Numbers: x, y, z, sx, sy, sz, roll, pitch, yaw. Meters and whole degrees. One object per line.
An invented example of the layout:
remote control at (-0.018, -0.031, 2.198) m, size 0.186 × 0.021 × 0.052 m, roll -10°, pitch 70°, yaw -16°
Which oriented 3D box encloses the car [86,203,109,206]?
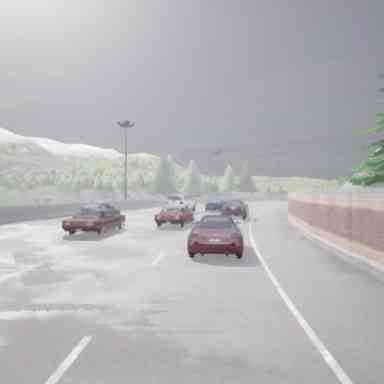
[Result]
car at (-7.477, 1.583, 26.988) m, size 1.812 × 1.442 × 4.674 m, roll 0°, pitch 0°, yaw 11°

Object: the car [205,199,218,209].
car at (2.956, 1.580, 39.313) m, size 1.882 × 1.535 × 5.008 m, roll 0°, pitch 0°, yaw 17°

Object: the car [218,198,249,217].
car at (3.992, 1.433, 30.068) m, size 2.097 × 1.767 × 4.553 m, roll 0°, pitch 0°, yaw 13°

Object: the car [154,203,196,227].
car at (-1.100, 1.657, 23.210) m, size 1.895 × 1.301 × 4.718 m, roll 0°, pitch 0°, yaw 10°

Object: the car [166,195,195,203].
car at (-1.196, 1.316, 37.780) m, size 2.150 × 2.045 × 5.566 m, roll 0°, pitch 0°, yaw 16°

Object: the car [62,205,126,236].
car at (-5.356, 1.641, 18.908) m, size 1.895 × 1.301 × 4.718 m, roll 0°, pitch 0°, yaw 8°

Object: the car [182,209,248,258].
car at (0.969, 1.598, 13.095) m, size 1.994 × 1.385 × 4.181 m, roll 0°, pitch 0°, yaw 6°
